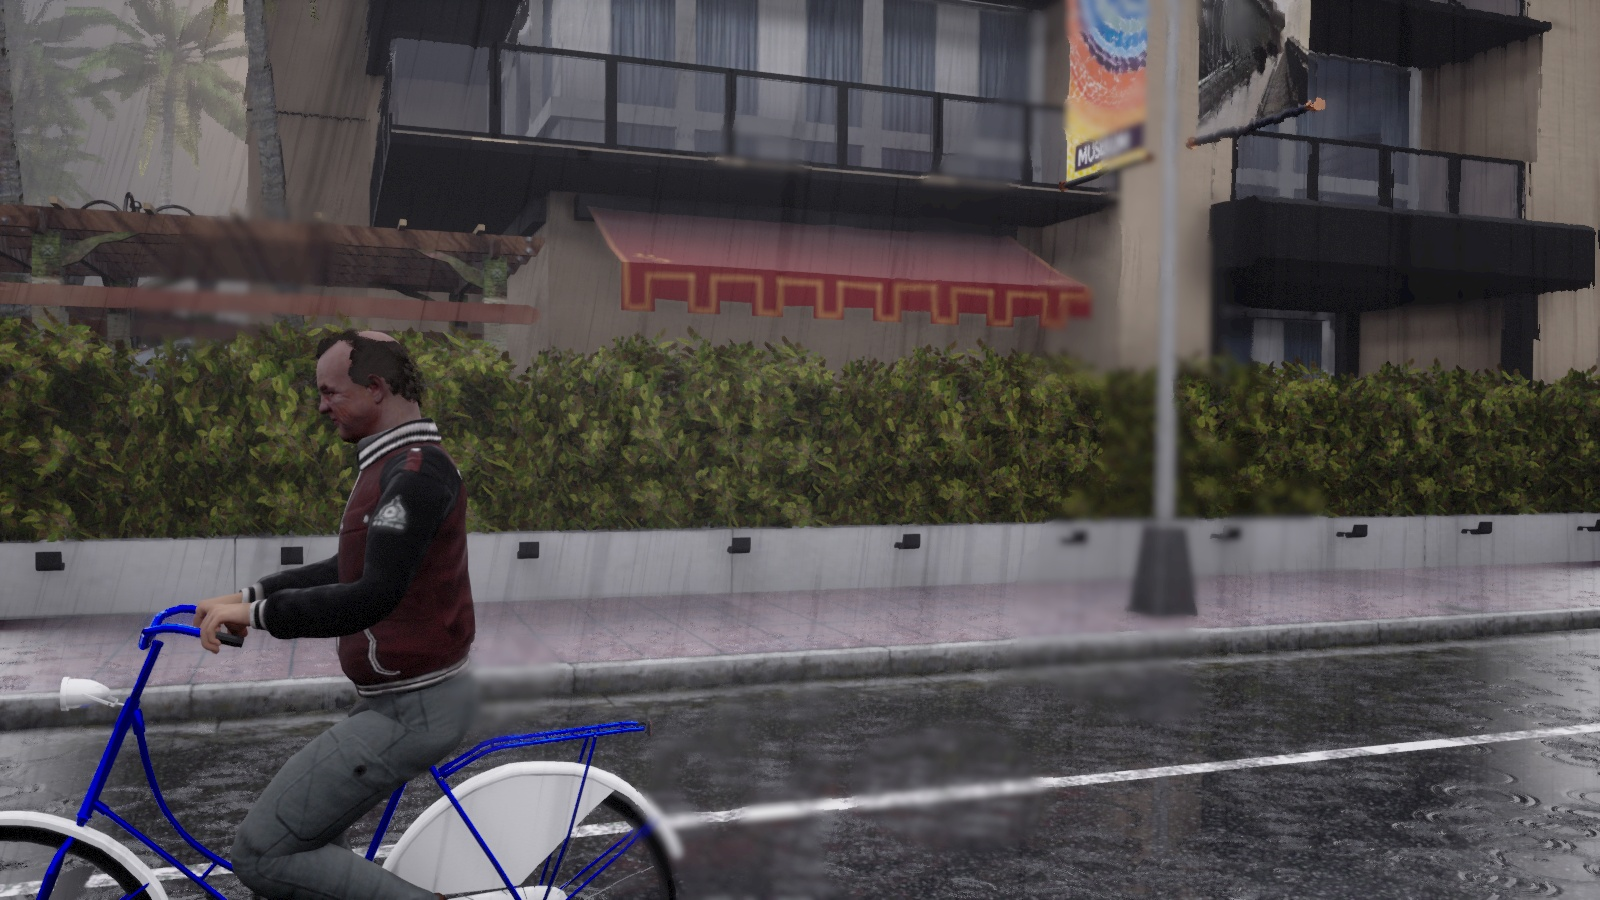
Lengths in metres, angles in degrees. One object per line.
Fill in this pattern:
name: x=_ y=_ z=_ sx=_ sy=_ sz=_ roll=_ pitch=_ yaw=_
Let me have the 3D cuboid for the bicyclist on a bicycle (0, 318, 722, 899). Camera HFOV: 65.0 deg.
bicyclist on a bicycle: x=-1.157 y=0.636 z=2.793 sx=1.843 sy=1.776 sz=0.659 roll=-1 pitch=1 yaw=-21
